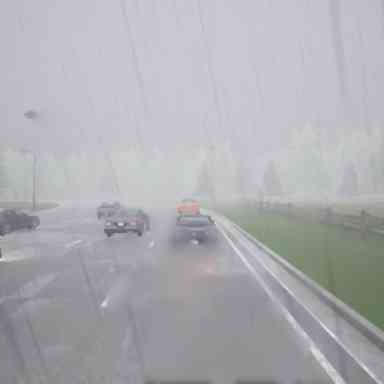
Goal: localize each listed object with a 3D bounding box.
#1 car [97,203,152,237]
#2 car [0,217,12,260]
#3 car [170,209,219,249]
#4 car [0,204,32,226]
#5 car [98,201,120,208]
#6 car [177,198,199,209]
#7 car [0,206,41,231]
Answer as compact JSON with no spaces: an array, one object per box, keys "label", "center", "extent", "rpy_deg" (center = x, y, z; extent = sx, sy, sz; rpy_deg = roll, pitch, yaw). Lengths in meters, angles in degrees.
[{"label":"car","center":[-3.399,1.586,18.365],"extent":[2.033,1.411,5.357],"rpy_deg":[0,0,0]},{"label":"car","center":[-6.899,1.583,8.690],"extent":[1.994,1.385,4.181],"rpy_deg":[0,0,0]},{"label":"car","center":[0.102,1.632,14.789],"extent":[1.895,1.301,4.718],"rpy_deg":[0,0,0]},{"label":"car","center":[-13.918,1.652,24.608],"extent":[1.895,1.301,4.718],"rpy_deg":[0,0,-1]},{"label":"car","center":[-7.024,1.553,29.358],"extent":[2.128,1.511,4.902],"rpy_deg":[0,0,-2]},{"label":"car","center":[-0.517,1.426,35.990],"extent":[2.097,1.767,4.553],"rpy_deg":[0,0,-6]},{"label":"car","center":[-10.401,1.586,18.377],"extent":[2.033,1.411,5.357],"rpy_deg":[0,0,0]}]
